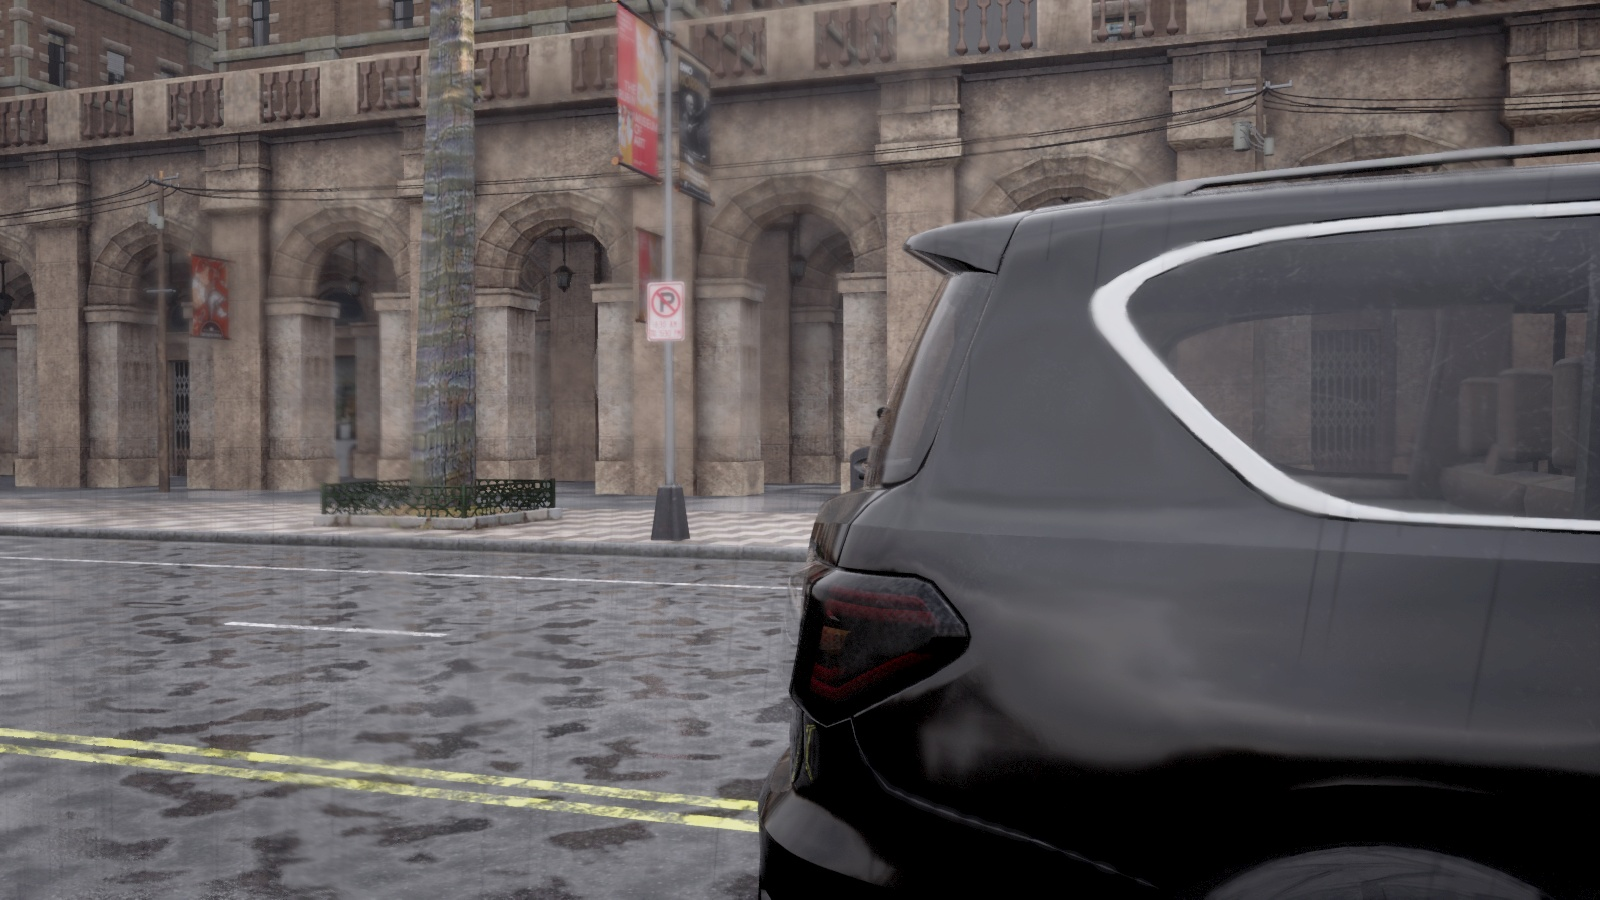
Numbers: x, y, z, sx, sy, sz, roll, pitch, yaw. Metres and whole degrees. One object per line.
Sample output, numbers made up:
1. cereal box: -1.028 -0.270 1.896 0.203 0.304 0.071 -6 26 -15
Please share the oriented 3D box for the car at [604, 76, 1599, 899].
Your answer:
1. car: 2.642 0.519 2.301 5.566 2.045 2.150 1 1 19
